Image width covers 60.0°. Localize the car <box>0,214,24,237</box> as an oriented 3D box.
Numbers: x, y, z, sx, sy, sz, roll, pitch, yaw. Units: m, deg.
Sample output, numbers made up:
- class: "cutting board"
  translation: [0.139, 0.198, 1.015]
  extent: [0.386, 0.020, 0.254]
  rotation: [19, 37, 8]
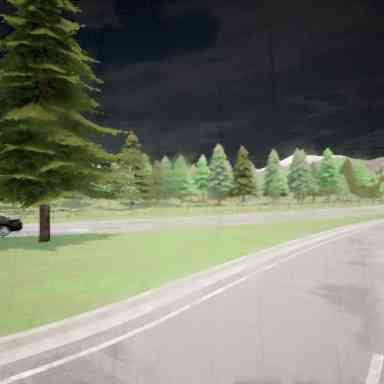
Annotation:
- class: "car"
  translation: [-13.850, 2.162, 21.825]
  extent: [5.008, 1.535, 1.882]
  rotation: [-2, -1, -25]
